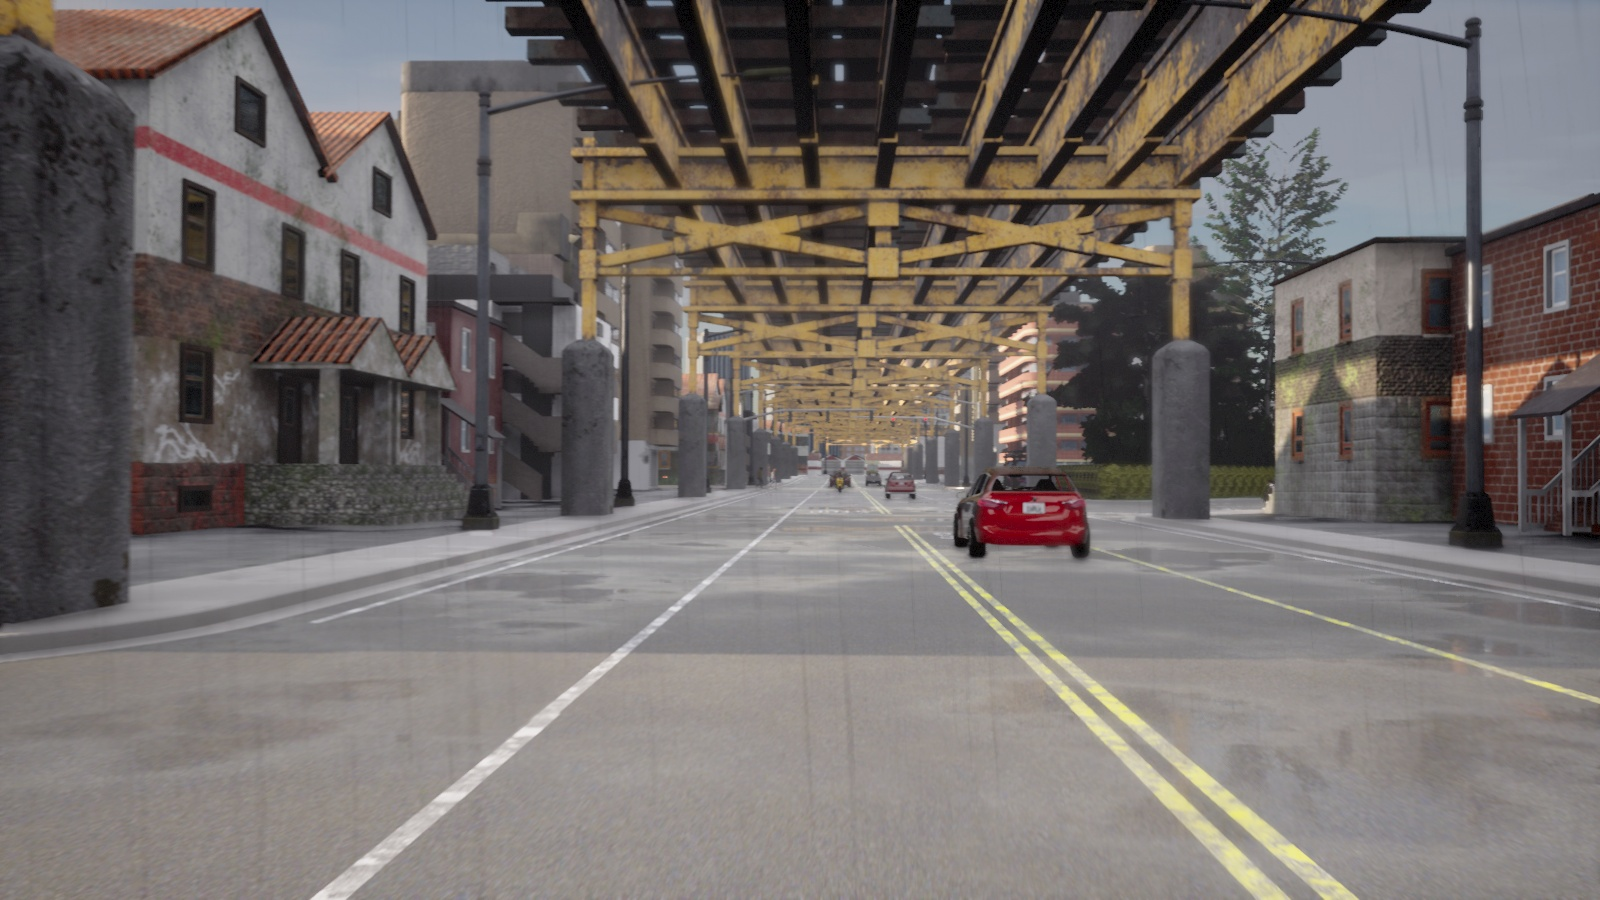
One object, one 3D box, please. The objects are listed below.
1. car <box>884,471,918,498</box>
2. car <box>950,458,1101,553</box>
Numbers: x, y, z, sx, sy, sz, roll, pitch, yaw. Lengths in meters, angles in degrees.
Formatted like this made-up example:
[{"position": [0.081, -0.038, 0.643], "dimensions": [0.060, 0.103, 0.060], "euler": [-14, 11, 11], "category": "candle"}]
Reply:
[{"position": [5.894, 2.004, 73.330], "dimensions": [1.789, 1.549, 3.705], "euler": [0, -1, 2], "category": "car"}, {"position": [4.281, 1.054, 24.651], "dimensions": [2.242, 1.667, 4.611], "euler": [0, -2, 2], "category": "car"}]
